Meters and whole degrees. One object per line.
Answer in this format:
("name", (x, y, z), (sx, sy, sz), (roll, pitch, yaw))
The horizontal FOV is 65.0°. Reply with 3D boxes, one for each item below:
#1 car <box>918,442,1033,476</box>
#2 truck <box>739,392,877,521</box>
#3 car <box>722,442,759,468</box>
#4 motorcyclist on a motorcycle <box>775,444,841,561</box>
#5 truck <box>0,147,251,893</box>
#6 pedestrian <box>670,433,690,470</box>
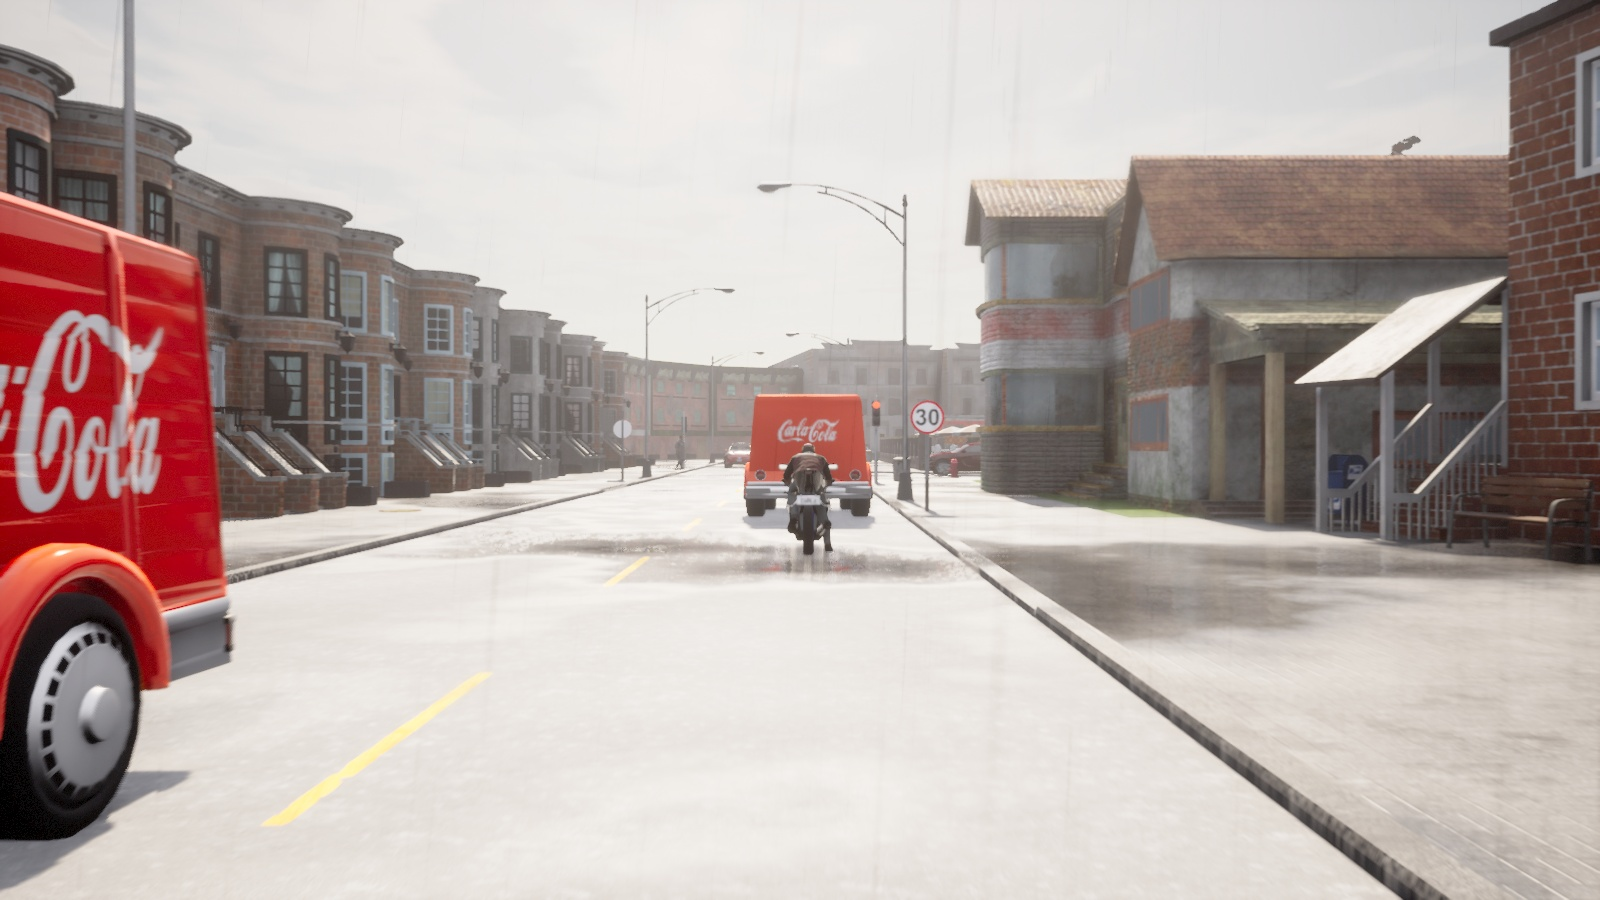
("car", (8.026, 0.405, 57.721), (5.008, 1.535, 1.882), (0, 0, 0))
("truck", (0.169, 0.110, 26.524), (2.627, 2.467, 5.204), (0, 0, 0))
("car", (-3.565, 0.260, 76.331), (2.007, 1.525, 4.514), (0, 0, 1))
("motorcyclist on a motorcycle", (0.116, 0.683, 17.561), (0.866, 1.530, 2.191), (0, 0, 0))
("truck", (-3.965, 0.236, 3.435), (2.627, 2.467, 5.204), (0, 0, 0))
("pedestrian", (-6.360, 0.075, 66.658), (0.873, 1.952, 0.659), (0, 0, 27))
